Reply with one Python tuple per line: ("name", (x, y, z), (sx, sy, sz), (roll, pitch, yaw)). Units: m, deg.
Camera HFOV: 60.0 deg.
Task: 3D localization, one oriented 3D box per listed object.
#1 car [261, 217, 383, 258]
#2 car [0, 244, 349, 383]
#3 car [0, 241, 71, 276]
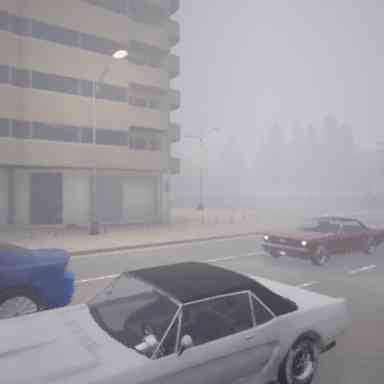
("car", (4.591, 1.553, 11.481), (4.718, 1.301, 1.895), (0, 0, -35))
("car", (-0.380, 1.593, 3.686), (4.718, 1.301, 1.895), (0, 0, -35))
("car", (-4.431, 1.481, 5.107), (5.008, 1.535, 1.882), (0, 0, -35))
